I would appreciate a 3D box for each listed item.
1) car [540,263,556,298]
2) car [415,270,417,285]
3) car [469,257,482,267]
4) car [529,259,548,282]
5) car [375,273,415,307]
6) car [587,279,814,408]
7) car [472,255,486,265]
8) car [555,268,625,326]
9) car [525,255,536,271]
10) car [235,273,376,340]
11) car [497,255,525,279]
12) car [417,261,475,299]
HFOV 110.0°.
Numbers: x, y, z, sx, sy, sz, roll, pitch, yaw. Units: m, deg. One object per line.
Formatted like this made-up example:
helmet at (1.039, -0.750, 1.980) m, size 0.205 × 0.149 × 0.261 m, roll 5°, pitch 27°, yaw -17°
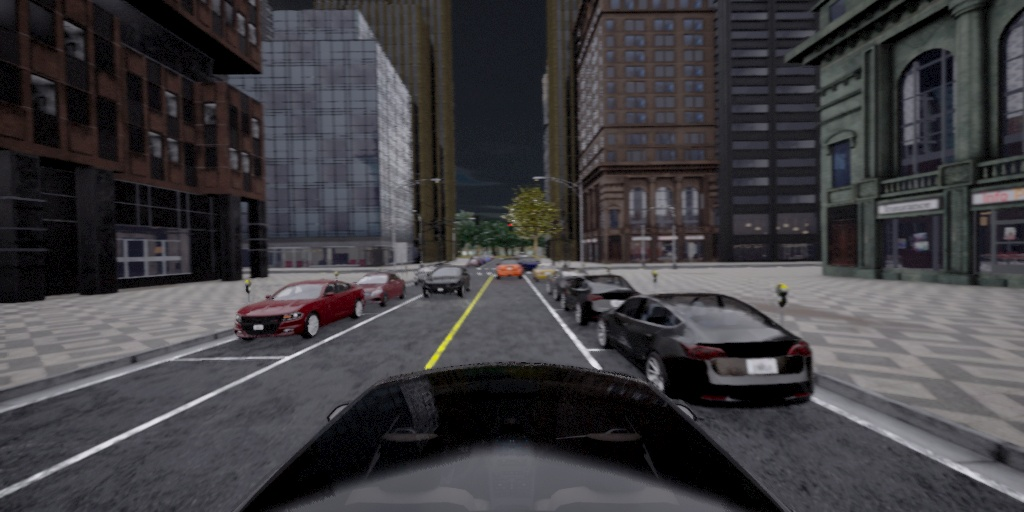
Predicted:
car at (2.637, 1.198, 16.454) m, size 2.007 × 1.370 × 4.403 m, roll 0°, pitch 0°, yaw -1°
car at (-6.010, 1.329, 26.582) m, size 2.007 × 1.370 × 4.403 m, roll 0°, pitch 0°, yaw -1°
car at (-6.405, 1.205, 58.929) m, size 1.802 × 1.307 × 4.207 m, roll 0°, pitch 0°, yaw -1°
car at (2.509, 1.133, 27.029) m, size 1.751 × 1.417 × 4.829 m, roll 0°, pitch 0°, yaw -1°
car at (-5.879, 1.402, 15.826) m, size 1.802 × 1.307 × 4.207 m, roll 0°, pitch 0°, yaw -1°
car at (2.764, 1.248, 6.049) m, size 1.948 × 1.339 × 4.313 m, roll 0°, pitch 0°, yaw -1°
car at (-6.474, 0.905, 64.609) m, size 2.192 × 1.841 × 5.009 m, roll 0°, pitch 0°, yaw -1°
car at (2.701, 1.231, 11.252) m, size 1.948 × 1.339 × 4.313 m, roll 0°, pitch 0°, yaw -1°
car at (2.112, 0.923, 41.990) m, size 4.553 × 1.767 × 2.097 m, roll 0°, pitch 0°, yaw -34°
car at (-5.814, 1.383, 10.449) m, size 1.888 × 1.381 × 4.507 m, roll 0°, pitch 0°, yaw -1°
car at (-0.227, 0.996, 30.914) m, size 2.097 × 1.767 × 4.553 m, roll -1°, pitch 0°, yaw -1°
car at (-3.253, 1.234, 18.684) m, size 1.882 × 1.535 × 5.008 m, roll -1°, pitch 0°, yaw -1°
